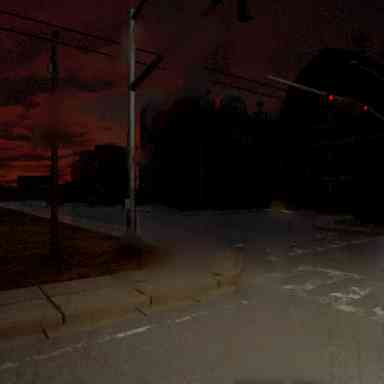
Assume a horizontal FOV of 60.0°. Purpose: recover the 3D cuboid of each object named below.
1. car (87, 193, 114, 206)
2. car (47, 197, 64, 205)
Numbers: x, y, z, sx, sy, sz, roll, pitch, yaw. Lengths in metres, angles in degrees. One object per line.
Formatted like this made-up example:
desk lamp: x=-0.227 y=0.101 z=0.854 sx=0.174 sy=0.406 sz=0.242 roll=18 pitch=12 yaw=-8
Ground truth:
car: x=-13.817 y=1.118 z=50.584 sx=3.866 sy=1.878 sz=1.905 roll=-2 pitch=5 yaw=11
car: x=-23.348 y=1.537 z=56.654 sx=1.994 sy=1.385 sz=4.181 roll=0 pitch=0 yaw=-36
